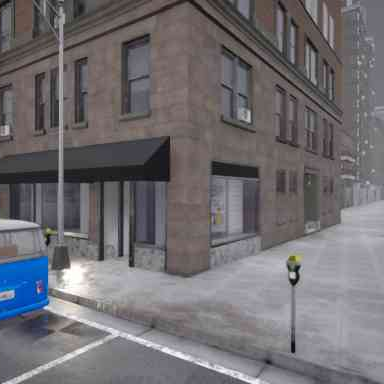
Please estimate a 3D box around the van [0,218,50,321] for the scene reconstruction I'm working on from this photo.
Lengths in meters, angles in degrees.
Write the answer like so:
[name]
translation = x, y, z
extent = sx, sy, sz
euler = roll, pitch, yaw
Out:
[van]
translation = -4.347, 1.340, 6.120
extent = 3.998, 1.788, 1.690
euler = 0, 0, 35
